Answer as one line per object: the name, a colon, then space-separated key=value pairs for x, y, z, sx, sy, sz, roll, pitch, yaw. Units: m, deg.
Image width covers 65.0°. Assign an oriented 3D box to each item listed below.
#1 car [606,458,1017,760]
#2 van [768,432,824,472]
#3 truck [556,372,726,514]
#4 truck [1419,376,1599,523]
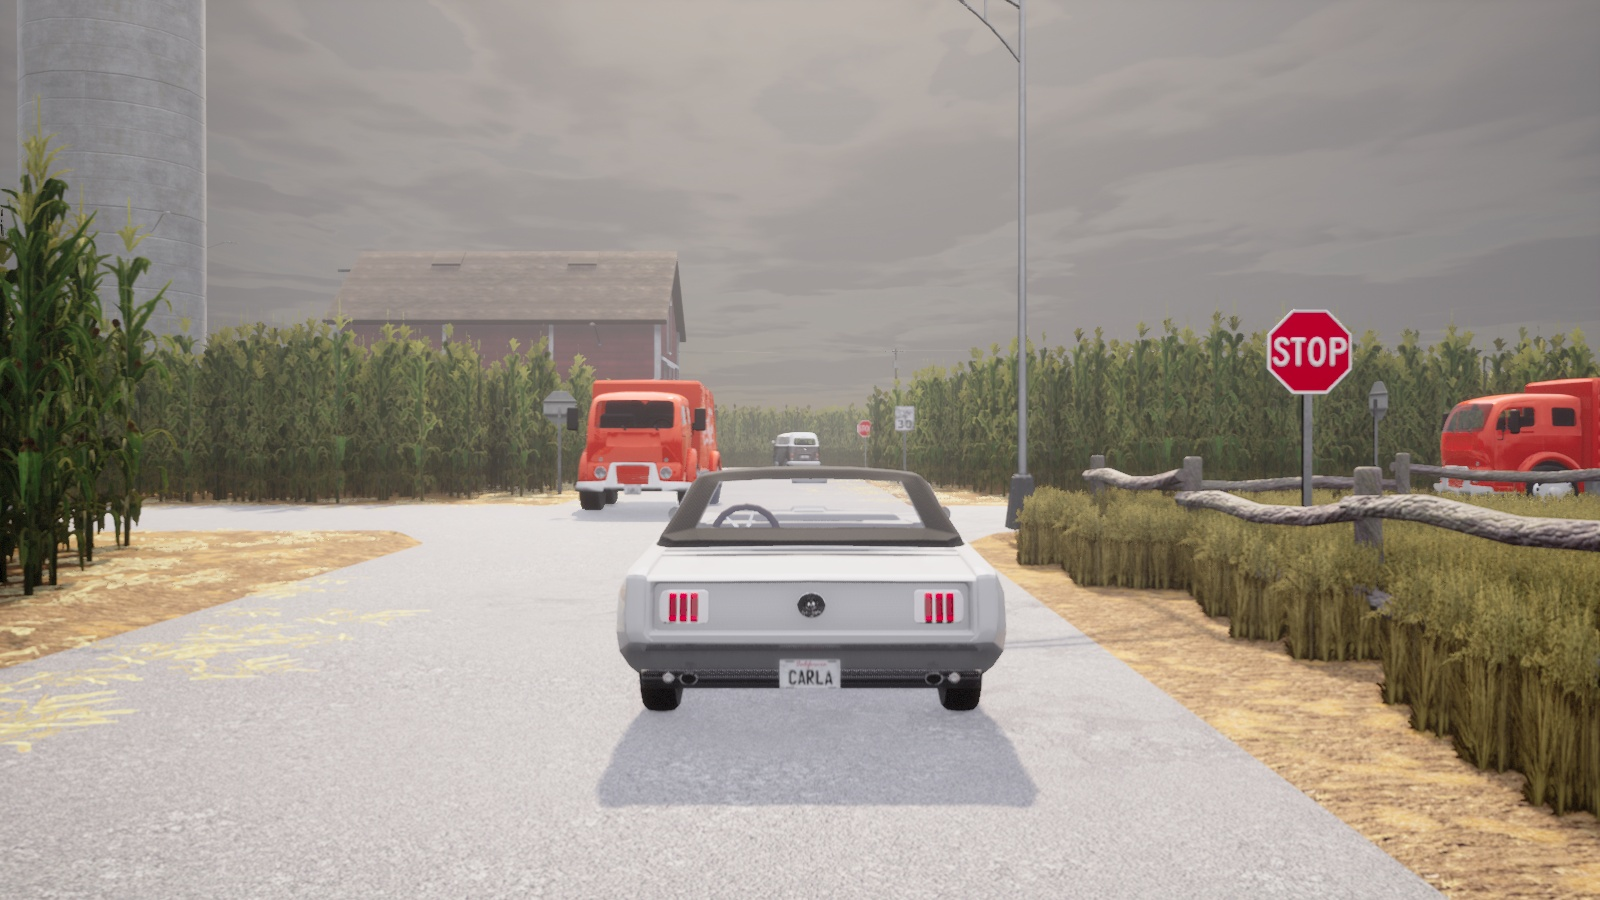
car: x=0.062 y=0.747 z=8.149 sx=1.895 sy=1.301 sz=4.718 roll=0 pitch=1 yaw=0
van: x=-0.254 y=0.081 z=67.763 sx=2.069 sy=2.038 sz=4.480 roll=1 pitch=0 yaw=-13
truck: x=-2.944 y=-0.113 z=24.652 sx=2.627 sy=2.467 sz=5.204 roll=0 pitch=0 yaw=0
truck: x=14.399 y=-0.003 z=22.595 sx=5.204 sy=2.467 sz=2.627 roll=1 pitch=0 yaw=0
